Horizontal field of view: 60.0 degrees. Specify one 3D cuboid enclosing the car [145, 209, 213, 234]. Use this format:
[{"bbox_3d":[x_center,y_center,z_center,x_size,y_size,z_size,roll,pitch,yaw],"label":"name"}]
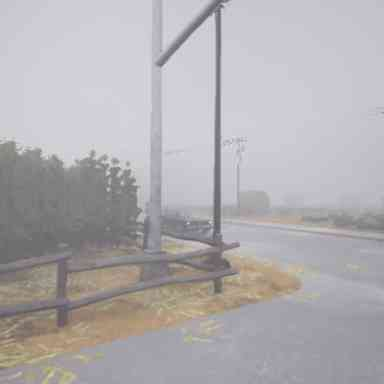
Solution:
[{"bbox_3d":[-0.832,1.698,19.208,1.895,1.301,4.718,1,0,-35],"label":"car"}]
